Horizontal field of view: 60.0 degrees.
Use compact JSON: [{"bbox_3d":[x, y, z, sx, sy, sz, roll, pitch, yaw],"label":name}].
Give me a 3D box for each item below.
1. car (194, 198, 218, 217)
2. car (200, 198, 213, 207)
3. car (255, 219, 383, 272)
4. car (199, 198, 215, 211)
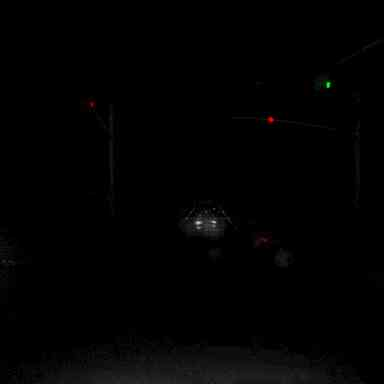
[{"bbox_3d":[1.361,1.491,31.529,1.812,1.442,4.674,0,0,3],"label":"car"},{"bbox_3d":[2.285,1.566,50.821,1.895,1.301,4.718,0,0,3],"label":"car"},{"bbox_3d":[4.098,1.564,10.423,4.181,1.385,1.994,0,0,3],"label":"car"},{"bbox_3d":[1.792,1.470,40.684,1.837,1.490,4.892,0,0,3],"label":"car"}]
